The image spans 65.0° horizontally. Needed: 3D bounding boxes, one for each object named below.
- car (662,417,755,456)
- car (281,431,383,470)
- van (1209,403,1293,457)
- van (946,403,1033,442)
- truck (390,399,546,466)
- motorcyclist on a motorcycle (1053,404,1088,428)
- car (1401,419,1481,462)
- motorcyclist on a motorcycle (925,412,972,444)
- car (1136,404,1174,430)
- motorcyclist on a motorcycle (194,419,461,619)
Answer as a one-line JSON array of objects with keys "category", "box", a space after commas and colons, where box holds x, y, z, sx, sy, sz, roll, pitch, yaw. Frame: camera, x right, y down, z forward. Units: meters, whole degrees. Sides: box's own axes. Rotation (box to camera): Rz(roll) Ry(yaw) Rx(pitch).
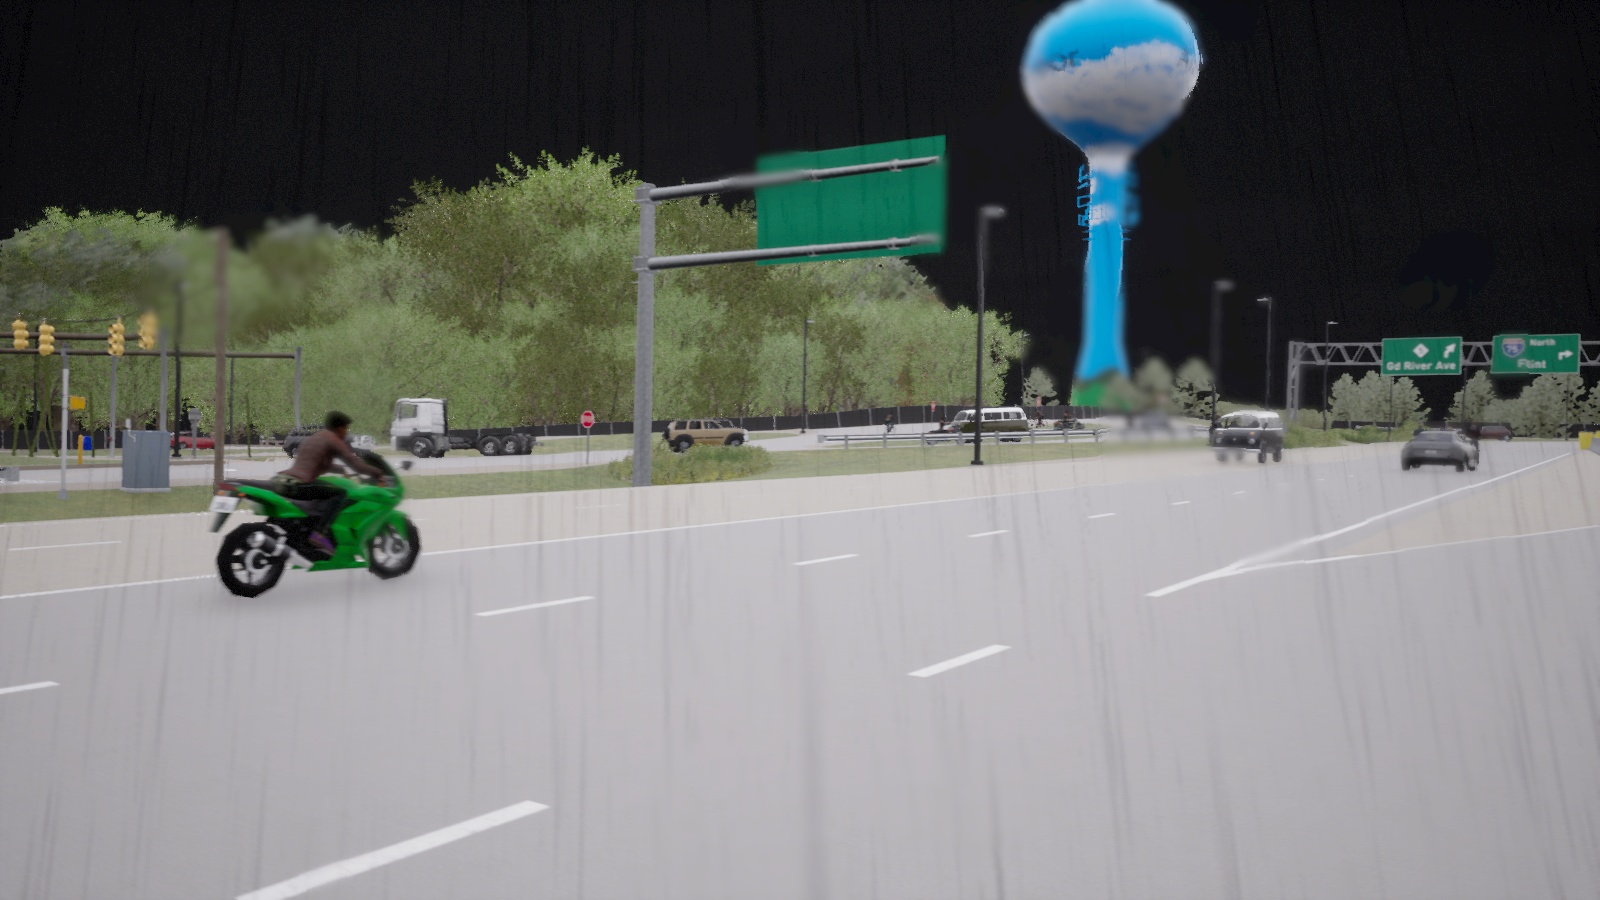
[{"category": "car", "box": [-4.932, -0.731, 67.298, 4.605, 1.855, 1.932, -3, 1, -15]}, {"category": "car", "box": [-24.264, 0.023, 65.180, 4.605, 1.855, 1.932, -2, 0, 10]}, {"category": "van", "box": [17.778, -0.806, 49.403, 2.069, 2.038, 4.480, 1, 2, 34]}, {"category": "van", "box": [11.011, -1.607, 72.964, 4.480, 2.038, 2.069, -3, 1, -16]}, {"category": "truck", "box": [-18.693, -0.942, 71.056, 7.936, 3.462, 2.891, -2, -1, 2]}, {"category": "motorcyclist on a motorcycle", "box": [19.527, -2.453, 90.759, 2.350, 1.649, 0.766, 0, 3, 34]}, {"category": "car", "box": [22.250, -0.356, 43.502, 1.994, 1.385, 4.181, 1, 2, 34]}, {"category": "motorcyclist on a motorcycle", "box": [8.093, -1.184, 68.408, 2.350, 1.649, 0.766, -2, 0, -7]}, {"category": "car", "box": [23.122, -2.144, 81.779, 1.789, 1.549, 3.705, 0, 3, 25]}, {"category": "motorcyclist on a motorcycle", "box": [-3.949, 0.505, 10.681, 0.797, 1.523, 2.044, 1, 2, 32]}]
